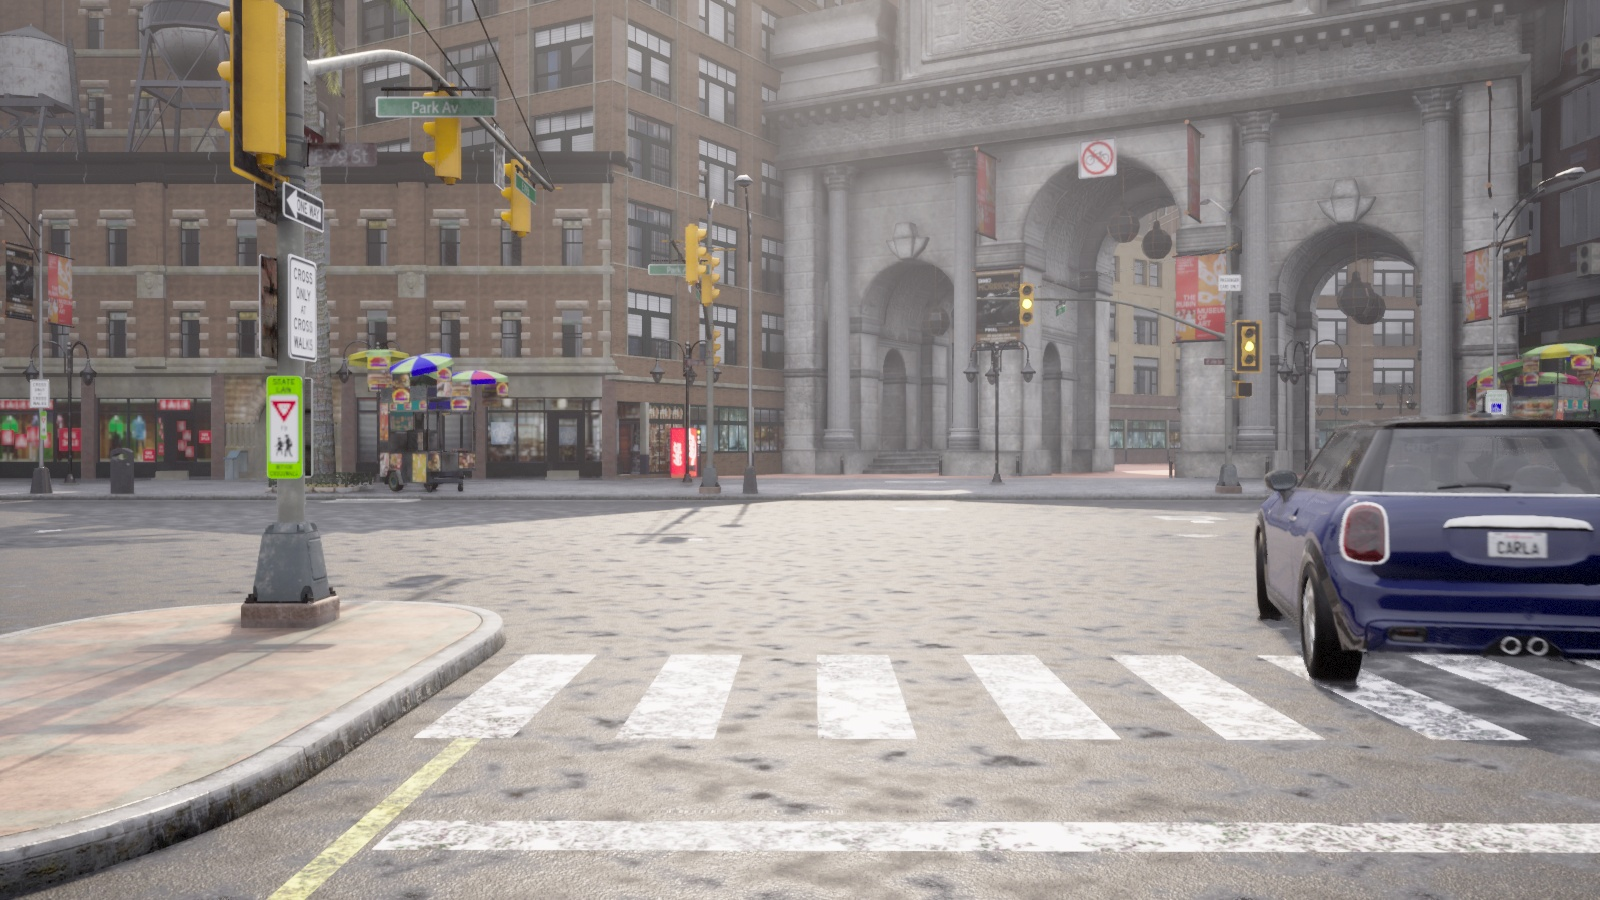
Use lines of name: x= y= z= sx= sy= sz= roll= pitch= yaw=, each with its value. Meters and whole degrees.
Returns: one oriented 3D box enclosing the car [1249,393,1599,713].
car: x=4.616 y=0.557 z=9.238 sx=2.097 sy=1.767 sz=4.553 roll=0 pitch=0 yaw=15
